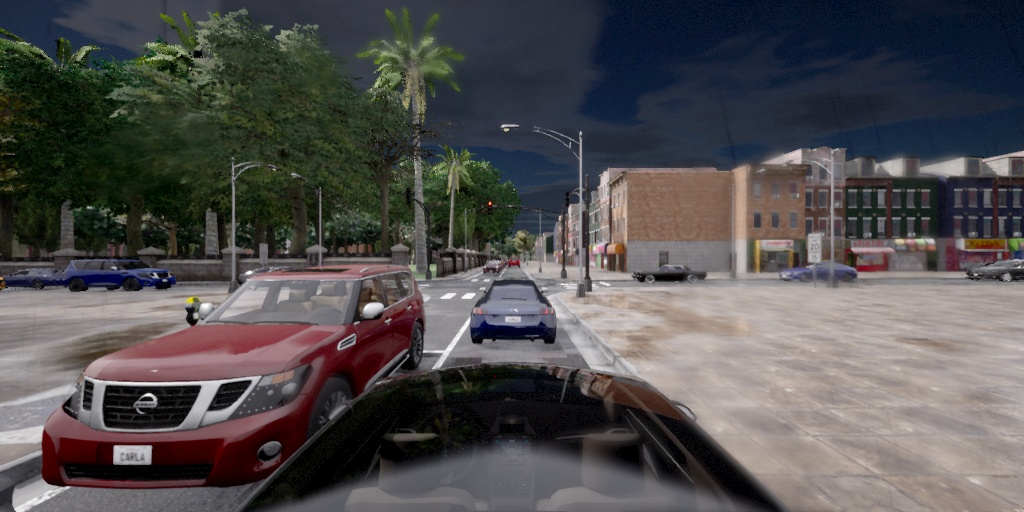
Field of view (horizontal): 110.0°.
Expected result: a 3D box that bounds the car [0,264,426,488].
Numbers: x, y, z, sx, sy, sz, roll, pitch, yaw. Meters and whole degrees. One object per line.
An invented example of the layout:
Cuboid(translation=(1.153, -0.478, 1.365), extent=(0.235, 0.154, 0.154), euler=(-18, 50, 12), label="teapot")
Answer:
Cuboid(translation=(-2.622, 1.064, 5.006), extent=(2.192, 1.841, 5.009), euler=(0, 0, 0), label="car")

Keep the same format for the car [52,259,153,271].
Cuboid(translation=(-24.556, 1.210, 22.506), extent=(5.566, 2.045, 2.150), euler=(-1, 0, 0), label="car")

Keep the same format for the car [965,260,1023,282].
Cuboid(translation=(35.012, 1.045, 25.171), extent=(4.892, 1.490, 1.837), euler=(-1, 0, 0), label="car")

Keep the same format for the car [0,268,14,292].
Cuboid(translation=(-35.189, 1.583, 22.569), extent=(5.008, 1.535, 1.882), euler=(-1, 0, 0), label="car")

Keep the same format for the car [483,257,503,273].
Cuboid(translation=(-2.401, 1.258, 43.152), extent=(1.967, 1.591, 4.097), euler=(0, 0, 0), label="car")

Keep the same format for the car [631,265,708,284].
Cuboid(translation=(10.982, 1.273, 25.308), extent=(4.718, 1.301, 1.895), euler=(0, 0, 1), label="car")

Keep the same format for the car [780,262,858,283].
Cuboid(translation=(21.545, 1.131, 25.250), extent=(4.674, 1.442, 1.812), euler=(-1, 0, 0), label="car")

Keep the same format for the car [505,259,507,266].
Cuboid(translation=(-2.302, 1.470, 60.217), extent=(1.802, 1.307, 4.207), euler=(0, 0, 0), label="car")

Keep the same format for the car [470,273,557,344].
Cuboid(translation=(0.042, 1.314, 9.622), extent=(1.994, 1.385, 4.181), euler=(0, 0, 0), label="car")

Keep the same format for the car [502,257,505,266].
Cuboid(translation=(-2.367, 1.278, 48.840), extent=(1.967, 1.591, 4.097), euler=(0, 0, 0), label="car")

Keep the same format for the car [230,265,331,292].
Cuboid(translation=(-14.351, 1.381, 22.453), extent=(4.902, 1.511, 2.128), euler=(-1, 0, -1), label="car")

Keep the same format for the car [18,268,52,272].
Cuboid(translation=(-33.870, 1.611, 25.499), extent=(4.674, 1.442, 1.812), euler=(-1, 0, 0), label="car")
